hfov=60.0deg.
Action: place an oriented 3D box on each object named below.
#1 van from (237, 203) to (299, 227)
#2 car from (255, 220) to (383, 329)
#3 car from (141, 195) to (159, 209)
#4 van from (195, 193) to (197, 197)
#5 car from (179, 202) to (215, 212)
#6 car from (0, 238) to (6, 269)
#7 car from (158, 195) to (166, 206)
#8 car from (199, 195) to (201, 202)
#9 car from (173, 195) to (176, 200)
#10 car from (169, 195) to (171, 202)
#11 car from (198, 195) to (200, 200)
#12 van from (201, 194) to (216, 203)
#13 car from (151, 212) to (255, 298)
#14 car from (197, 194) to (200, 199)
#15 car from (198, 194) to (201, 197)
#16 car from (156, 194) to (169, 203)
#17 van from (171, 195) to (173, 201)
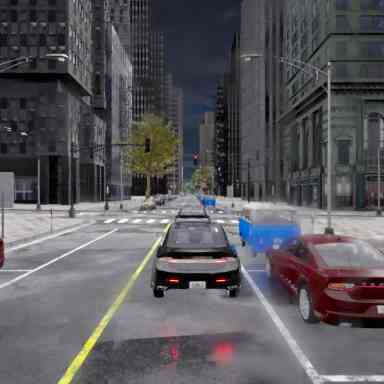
[{"bbox_3d":[2.754,1.343,12.516,1.690,1.788,3.998,0,0,0],"label":"van"},{"bbox_3d":[2.764,1.545,6.991,1.887,1.381,4.507,0,0,0],"label":"car"},{"bbox_3d":[-5.860,1.546,44.915,1.752,1.417,4.829,0,0,0],"label":"car"},{"bbox_3d":[2.569,1.423,93.807,1.690,1.788,3.998,0,0,0],"label":"van"},{"bbox_3d":[0.048,1.495,17.913,2.128,1.511,4.902,0,0,1],"label":"car"},{"bbox_3d":[-5.791,1.545,6.992,1.887,1.381,4.507,0,0,0],"label":"car"},{"bbox_3d":[-5.876,1.575,55.665,1.887,1.381,4.507,0,0,0],"label":"car"},{"bbox_3d":[2.648,1.596,55.914,1.947,1.339,4.313,0,0,0],"label":"car"},{"bbox_3d":[-5.943,1.637,87.398,1.947,1.339,4.313,0,0,0],"label":"car"},{"bbox_3d":[-5.899,1.593,66.243,2.008,1.369,4.403,0,0,0],"label":"car"},{"bbox_3d":[2.637,1.581,61.327,1.887,1.381,4.507,0,0,0],"label":"car"},{"bbox_3d":[2.660,1.366,50.501,1.690,1.788,3.998,0,0,0],"label":"van"},{"bbox_3d":[0.083,1.493,8.527,2.128,1.511,4.902,0,0,0],"label":"car"},{"bbox_3d":[2.614,1.600,72.153,2.008,1.369,4.403,0,0,0],"label":"car"},{"bbox_3d":[2.625,1.625,66.741,1.802,1.307,4.206,0,0,0],"label":"car"},{"bbox_3d":[-5.887,1.351,60.954,2.192,1.841,5.009,0,0,0],"label":"car"},{"bbox_3d":[-5.920,1.397,76.821,1.690,1.788,3.998,0,0,0],"label":"van"}]
